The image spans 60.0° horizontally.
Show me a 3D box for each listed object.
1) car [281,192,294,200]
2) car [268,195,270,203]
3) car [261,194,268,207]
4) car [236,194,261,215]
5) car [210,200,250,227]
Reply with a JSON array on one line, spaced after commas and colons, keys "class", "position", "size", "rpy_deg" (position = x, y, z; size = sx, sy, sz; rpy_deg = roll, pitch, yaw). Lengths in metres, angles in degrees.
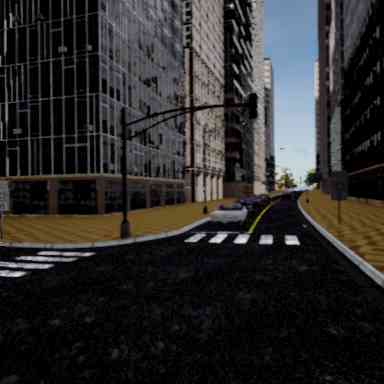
[{"class": "car", "position": [17.421, 0.741, 60.871], "size": [1.837, 1.490, 4.892], "rpy_deg": [-1, 1, 19]}, {"class": "car", "position": [10.851, 0.980, 50.656], "size": [2.033, 1.411, 5.357], "rpy_deg": [-1, 1, 18]}, {"class": "car", "position": [7.685, 1.117, 40.515], "size": [2.033, 1.411, 5.357], "rpy_deg": [-1, 1, 17]}, {"class": "car", "position": [4.820, 1.188, 30.483], "size": [2.128, 1.511, 4.902], "rpy_deg": [-1, 0, 15]}, {"class": "car", "position": [2.433, 1.404, 21.449], "size": [1.895, 1.301, 4.718], "rpy_deg": [-1, 0, 14]}]
